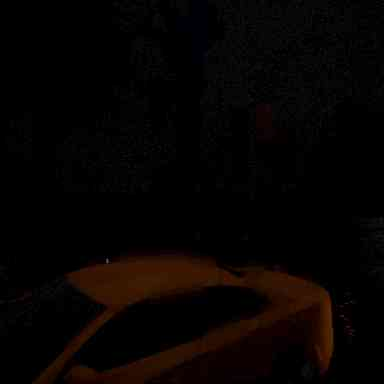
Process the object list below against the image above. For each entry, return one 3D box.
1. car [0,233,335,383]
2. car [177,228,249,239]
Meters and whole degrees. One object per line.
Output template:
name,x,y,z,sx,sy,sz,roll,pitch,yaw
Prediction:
car,-0.669,1.478,3.209,5.008,1.535,1.882,0,0,-35
car,0.314,1.590,7.900,4.718,1.301,1.895,0,0,-35
